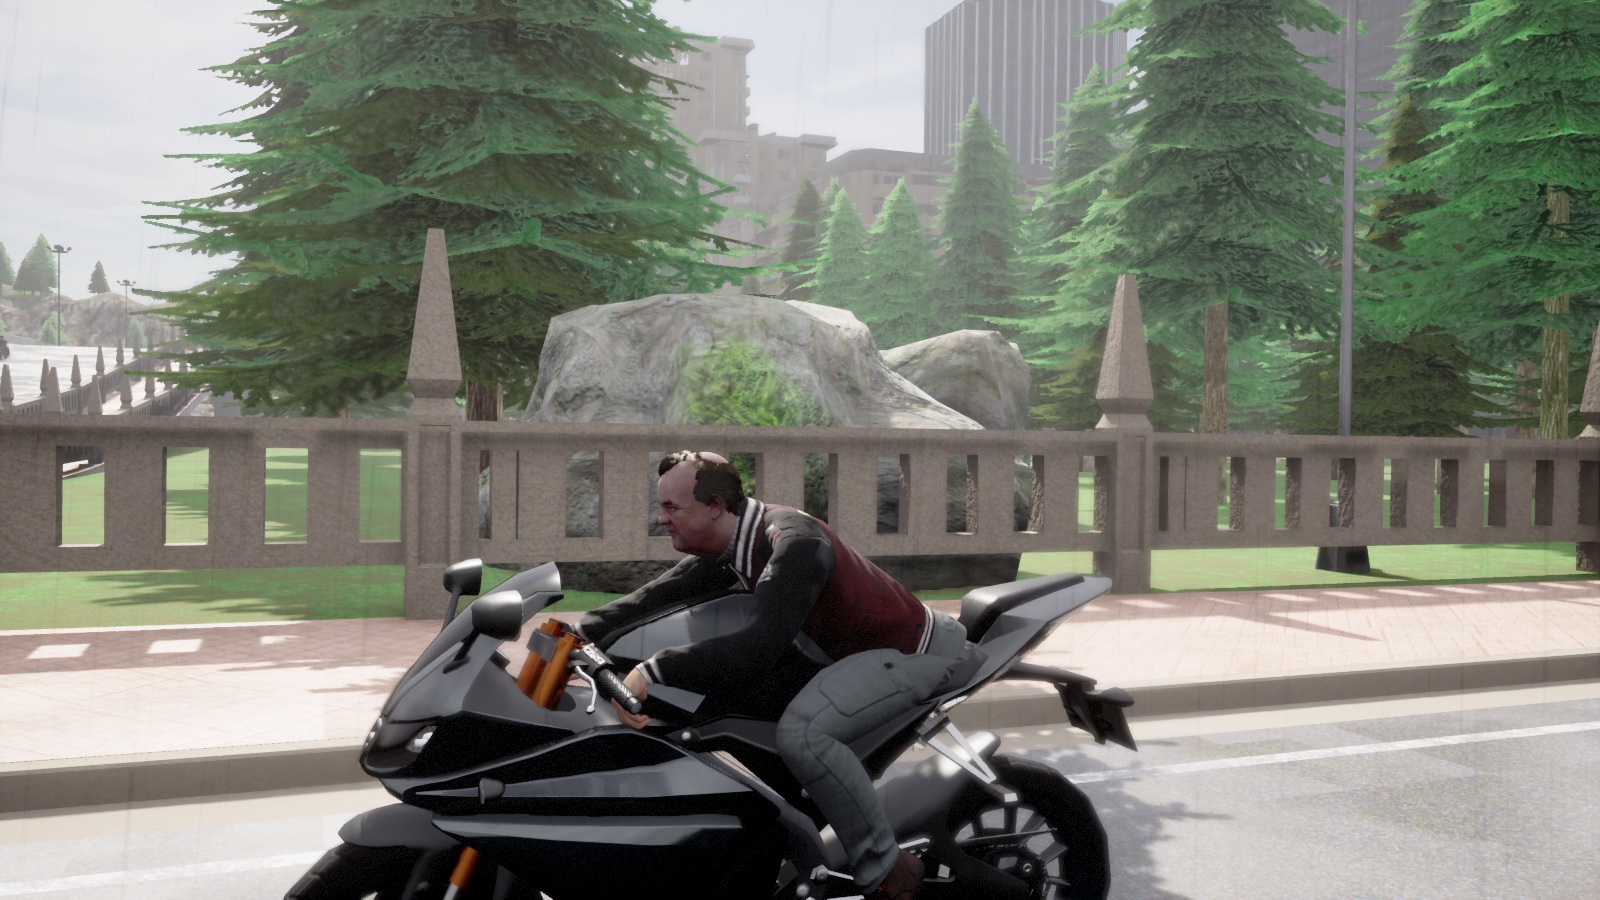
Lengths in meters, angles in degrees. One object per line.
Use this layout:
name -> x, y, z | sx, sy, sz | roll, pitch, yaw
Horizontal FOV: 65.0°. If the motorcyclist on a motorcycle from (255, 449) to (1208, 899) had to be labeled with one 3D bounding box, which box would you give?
motorcyclist on a motorcycle -> -0.153, 0.783, 3.181 | 2.191, 1.530, 0.866 | -1, 1, -21
